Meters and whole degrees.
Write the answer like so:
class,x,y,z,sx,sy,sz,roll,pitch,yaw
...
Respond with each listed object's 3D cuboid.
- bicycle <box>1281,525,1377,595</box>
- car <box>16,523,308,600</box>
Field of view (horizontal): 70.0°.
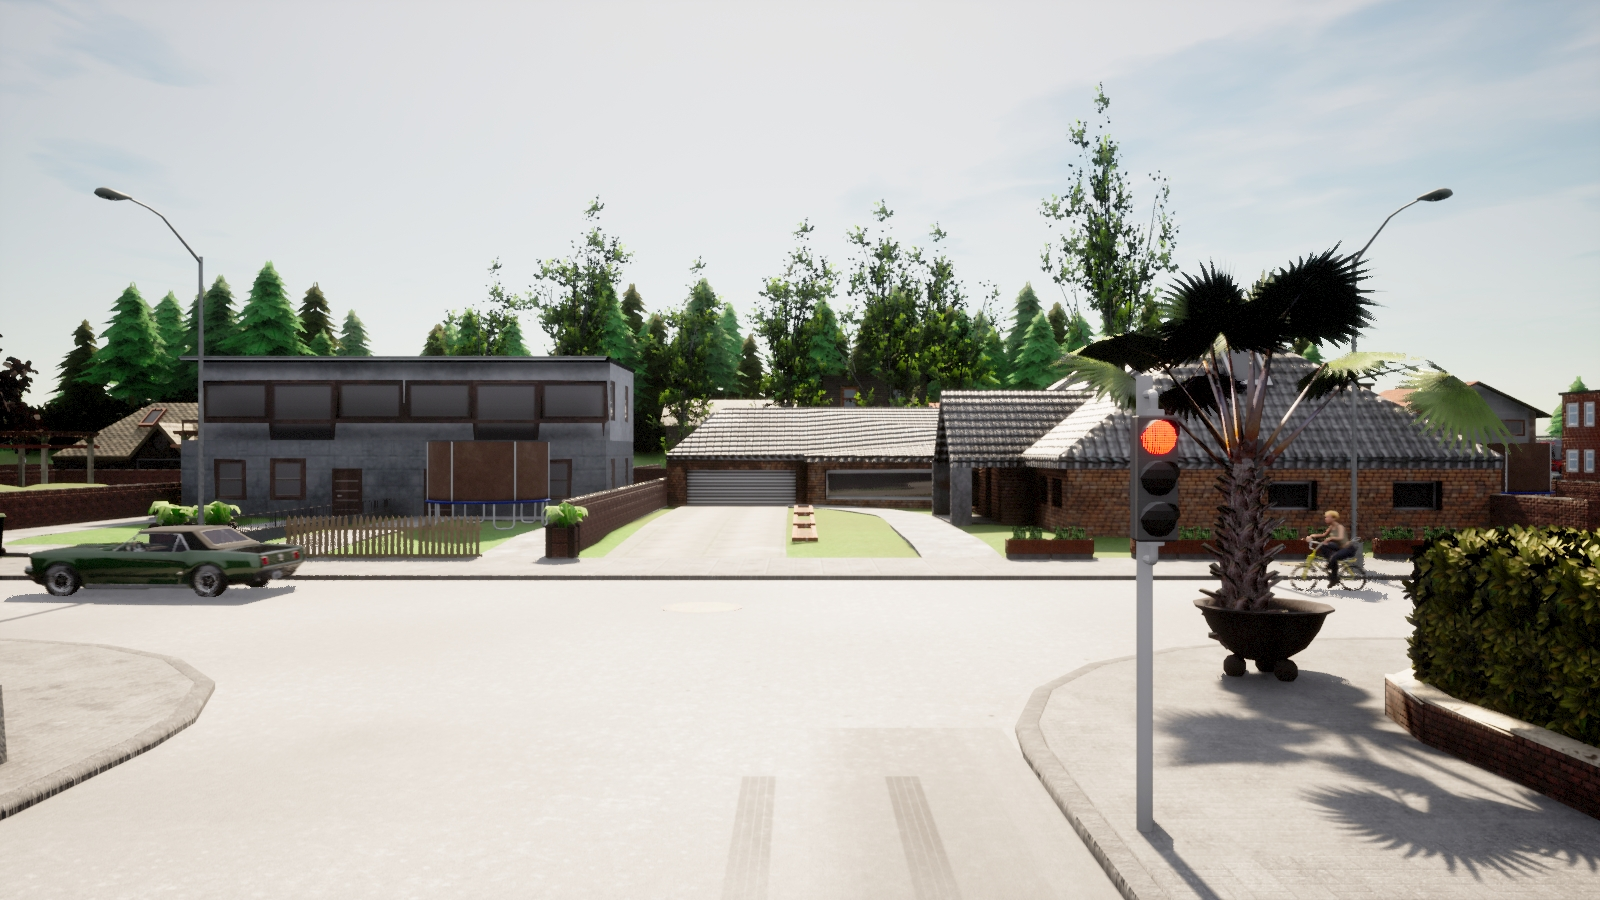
class,x,y,z,sx,sy,sz,roll,pitch,yaw
bicycle,10.375,2.149,22.442,1.487,1.276,0.859,0,0,0
car,-12.406,2.146,22.407,4.718,1.301,1.895,0,0,3
